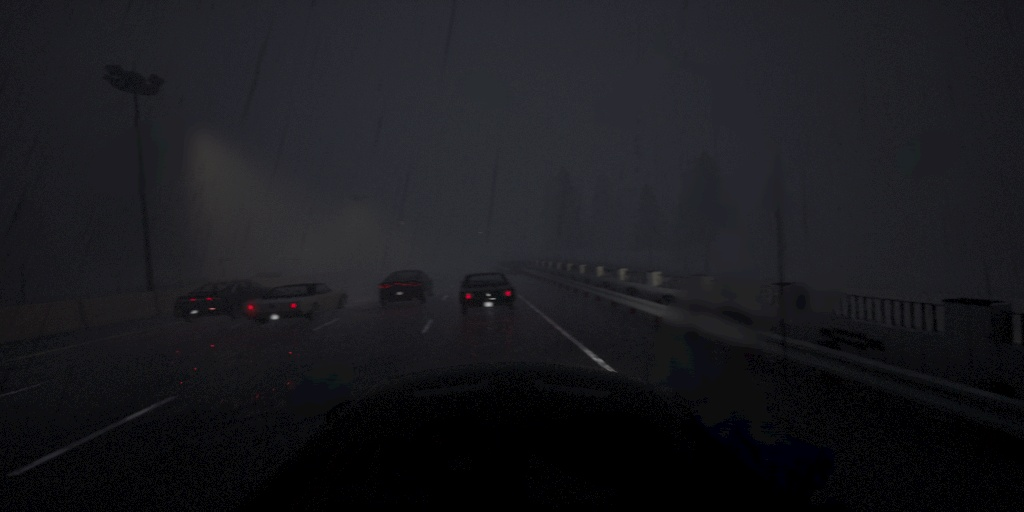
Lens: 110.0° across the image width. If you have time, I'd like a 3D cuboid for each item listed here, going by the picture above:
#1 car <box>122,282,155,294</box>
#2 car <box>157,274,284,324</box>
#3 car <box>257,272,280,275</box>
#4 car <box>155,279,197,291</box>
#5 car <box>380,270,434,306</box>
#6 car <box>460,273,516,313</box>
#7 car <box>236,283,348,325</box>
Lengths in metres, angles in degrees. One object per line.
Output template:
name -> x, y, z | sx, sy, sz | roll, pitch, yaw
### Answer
car -> -35.183, 3.274, 34.851 | 1.994, 1.385, 4.181 | -3, 0, -7
car -> -11.745, 1.819, 15.330 | 2.128, 1.511, 4.902 | -3, 0, -7
car -> -24.784, 2.466, 36.079 | 2.097, 1.767, 4.553 | -3, 0, -7
car -> -31.715, 3.017, 35.250 | 1.837, 1.490, 4.892 | -3, 0, -7
car -> -4.933, 1.396, 17.253 | 1.882, 1.535, 5.008 | -3, 0, -7
car -> -1.032, 1.301, 13.972 | 1.895, 1.301, 4.718 | -3, 0, -7
car -> -8.067, 1.716, 13.976 | 1.895, 1.301, 4.718 | -3, 0, -7
